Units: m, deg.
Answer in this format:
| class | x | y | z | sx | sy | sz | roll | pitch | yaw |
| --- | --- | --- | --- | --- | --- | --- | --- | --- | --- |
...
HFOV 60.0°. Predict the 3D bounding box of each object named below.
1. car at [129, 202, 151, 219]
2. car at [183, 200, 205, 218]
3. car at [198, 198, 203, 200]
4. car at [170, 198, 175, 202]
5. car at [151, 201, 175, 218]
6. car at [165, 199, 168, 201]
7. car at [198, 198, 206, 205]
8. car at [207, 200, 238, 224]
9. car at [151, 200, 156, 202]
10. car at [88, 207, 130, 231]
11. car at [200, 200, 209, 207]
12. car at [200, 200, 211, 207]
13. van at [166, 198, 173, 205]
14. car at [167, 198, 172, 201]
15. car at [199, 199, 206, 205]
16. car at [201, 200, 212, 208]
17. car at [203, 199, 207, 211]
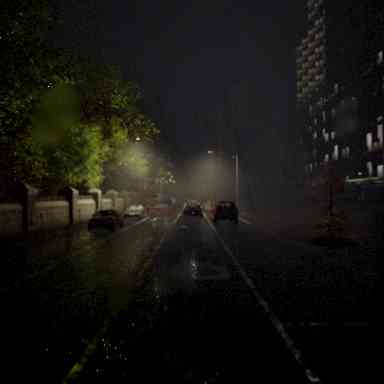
| class | x | y | z | sx | sy | sz | roll | pitch | yaw |
| --- | --- | --- | --- | --- | --- | --- | --- | --- | --- |
| car | -5.693 | 1.954 | 33.693 | 2.008 | 1.369 | 4.403 | 0 | -1 | 0 |
| car | 0.087 | 1.893 | 34.699 | 1.882 | 1.535 | 5.008 | 0 | -1 | 0 |
| car | 0.040 | 1.892 | 45.188 | 2.097 | 1.767 | 4.553 | 0 | -1 | 1 |
| car | -5.693 | 2.539 | 78.746 | 1.947 | 1.339 | 4.313 | 0 | -1 | 0 |
| car | -3.102 | 1.977 | 34.524 | 1.994 | 1.385 | 4.181 | 0 | -1 | 0 |
| car | -5.692 | 2.227 | 56.218 | 2.008 | 1.369 | 4.403 | 0 | -1 | 0 |
| car | 2.687 | 2.438 | 90.013 | 2.192 | 1.841 | 5.009 | 0 | -1 | 0 |
| car | 2.688 | 1.651 | 28.062 | 2.192 | 1.841 | 5.009 | 0 | -1 | 0 |
| car | -5.692 | 2.046 | 50.589 | 1.967 | 1.590 | 4.097 | 0 | -1 | 0 |
| car | -5.693 | 1.850 | 22.427 | 1.802 | 1.307 | 4.206 | 0 | -1 | 0 |
| car | 2.687 | 2.443 | 73.114 | 1.887 | 1.381 | 4.507 | 0 | -1 | 0 |
| car | 2.687 | 2.390 | 67.481 | 1.947 | 1.339 | 4.313 | 0 | -1 | 0 |
| van | -5.693 | 2.389 | 84.380 | 1.690 | 1.788 | 3.998 | 0 | -1 | 0 |
| car | -5.693 | 2.406 | 67.481 | 1.802 | 1.307 | 4.206 | 0 | -1 | 0 |
| car | 2.687 | 2.575 | 84.547 | 1.752 | 1.417 | 4.829 | 0 | -1 | 0 |
| car | 2.687 | 2.294 | 61.850 | 1.887 | 1.381 | 4.507 | 0 | -1 | 0 |
| car | 2.688 | 2.134 | 50.758 | 1.752 | 1.417 | 4.829 | 0 | -1 | 0 |
